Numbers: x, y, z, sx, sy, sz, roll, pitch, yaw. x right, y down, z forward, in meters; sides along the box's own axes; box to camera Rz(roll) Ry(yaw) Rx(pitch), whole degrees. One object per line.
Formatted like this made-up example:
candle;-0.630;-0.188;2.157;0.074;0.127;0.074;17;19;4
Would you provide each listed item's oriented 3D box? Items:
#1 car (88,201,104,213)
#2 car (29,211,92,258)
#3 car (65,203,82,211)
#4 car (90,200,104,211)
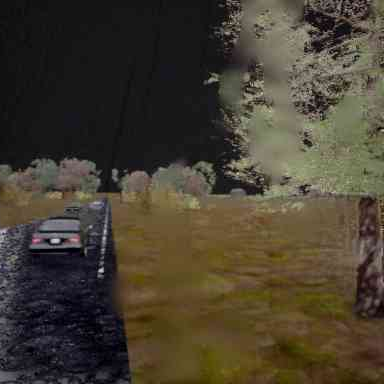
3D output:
car;-13.336;2.098;46.216;2.128;1.511;4.902;1;-1;-14
car;-5.169;1.710;13.540;2.033;1.411;5.357;1;-1;-14
car;-16.648;2.153;46.916;1.895;1.301;4.718;1;-1;-14
car;-15.161;2.176;53.321;1.882;1.535;5.008;1;-1;-14
